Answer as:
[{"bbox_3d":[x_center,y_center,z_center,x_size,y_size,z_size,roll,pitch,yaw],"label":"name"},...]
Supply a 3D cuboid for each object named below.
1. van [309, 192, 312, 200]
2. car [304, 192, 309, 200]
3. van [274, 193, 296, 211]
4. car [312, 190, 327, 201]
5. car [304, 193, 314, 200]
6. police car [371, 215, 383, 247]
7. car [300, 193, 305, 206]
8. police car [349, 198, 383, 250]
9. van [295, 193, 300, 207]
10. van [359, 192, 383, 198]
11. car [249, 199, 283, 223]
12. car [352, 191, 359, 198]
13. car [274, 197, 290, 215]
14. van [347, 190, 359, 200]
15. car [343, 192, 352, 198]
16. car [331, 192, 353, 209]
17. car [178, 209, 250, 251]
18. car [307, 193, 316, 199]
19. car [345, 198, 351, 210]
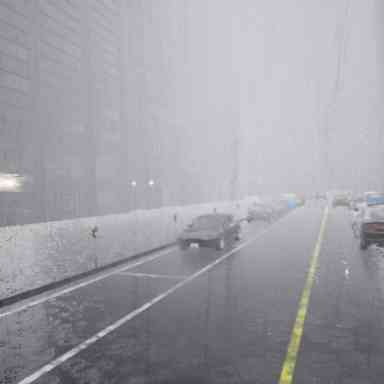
[{"bbox_3d":[24.915,0.899,71.806,1.690,1.788,3.998,-3,-1,23],"label":"van"},{"bbox_3d":[16.185,1.062,51.000,2.192,1.841,5.009,-3,-1,23],"label":"car"},{"bbox_3d":[9.639,1.228,35.395,1.690,1.788,3.998,-3,-1,23],"label":"van"},{"bbox_3d":[26.442,0.694,68.312,2.150,2.045,5.566,-2,0,23],"label":"car"},{"bbox_3d":[27.106,1.055,77.006,1.887,1.381,4.507,-3,-1,23],"label":"car"},{"bbox_3d":[3.603,1.314,3.926,1.930,1.638,5.238,-2,0,22],"label":"police car"},{"bbox_3d":[14.008,1.234,45.797,1.967,1.590,4.097,-3,-1,23],"label":"car"},{"bbox_3d":[7.527,1.229,13.134,1.930,1.638,5.238,-2,0,23],"label":"police car"},{"bbox_3d":[11.821,1.182,40.597,1.690,1.788,3.998,-3,-1,23],"label":"van"},{"bbox_3d":[17.496,0.896,32.101,1.690,1.788,3.998,-3,-1,23],"label":"van"},{"bbox_3d":[5.284,1.531,24.991,2.008,1.369,4.403,-3,-1,23],"label":"car"},{"bbox_3d":[24.052,0.996,47.703,1.802,1.307,4.206,-3,-1,23],"label":"car"},{"bbox_3d":[7.399,1.461,30.036,1.752,1.417,4.829,-3,-1,23],"label":"car"},{"bbox_3d":[30.588,0.614,63.309,1.690,1.788,3.998,-3,-1,23],"label":"van"},{"bbox_3d":[39.325,0.628,84.113,1.887,1.381,4.507,-3,-1,23],"label":"car"},{"bbox_3d":[17.304,1.117,38.652,1.837,1.490,4.892,-2,0,23],"label":"car"},{"bbox_3d":[0.921,1.640,14.588,1.947,1.339,4.313,-3,-1,23],"label":"car"},{"bbox_3d":[31.471,0.981,87.408,1.947,1.339,4.313,-3,-1,23],"label":"car"},{"bbox_3d":[9.810,1.281,18.564,1.812,1.442,4.674,-2,0,23],"label":"car"}]
